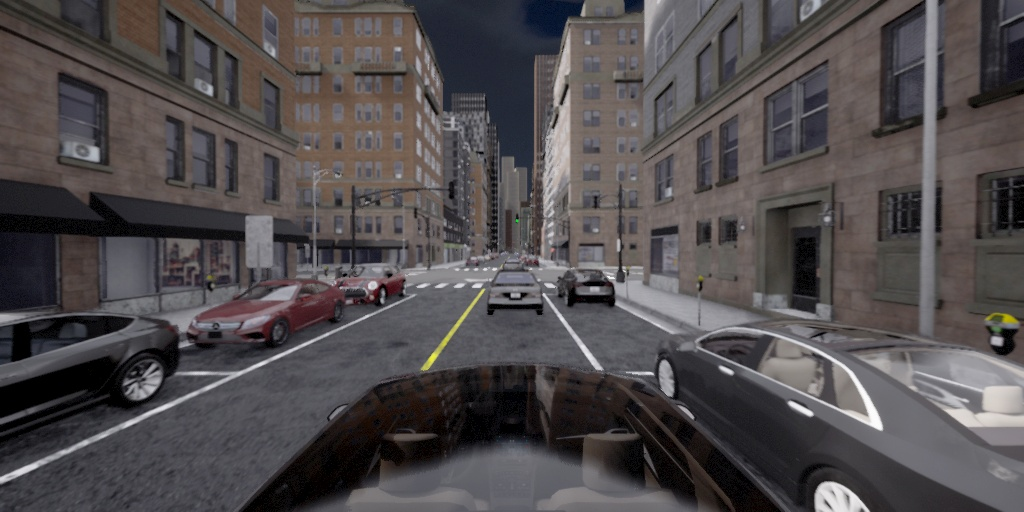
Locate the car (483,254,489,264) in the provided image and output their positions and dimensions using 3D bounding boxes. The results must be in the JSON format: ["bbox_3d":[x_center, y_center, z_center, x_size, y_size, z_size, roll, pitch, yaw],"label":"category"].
[{"bbox_3d":[-5.612,0.614,62.361,2.007,1.370,4.403,0,0,0],"label":"car"}]

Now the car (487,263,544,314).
[{"bbox_3d":[0.100,1.160,12.934,2.033,1.411,5.357,0,1,0],"label":"car"}]

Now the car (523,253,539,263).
[{"bbox_3d":[2.893,0.616,51.531,1.967,1.591,4.097,0,0,0],"label":"car"}]

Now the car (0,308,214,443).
[{"bbox_3d":[-5.668,1.294,3.443,1.948,1.339,4.313,0,0,0],"label":"car"}]

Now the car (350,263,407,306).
[{"bbox_3d":[-5.668,1.035,14.445,1.967,1.591,4.097,0,0,0],"label":"car"}]

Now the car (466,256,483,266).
[{"bbox_3d":[-5.632,0.758,51.545,1.802,1.307,4.207,0,0,0],"label":"car"}]

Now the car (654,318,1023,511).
[{"bbox_3d":[2.857,1.279,3.443,2.007,1.370,4.403,0,0,0],"label":"car"}]

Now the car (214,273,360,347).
[{"bbox_3d":[-5.668,1.244,8.944,1.802,1.307,4.207,0,0,0],"label":"car"}]

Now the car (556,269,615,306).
[{"bbox_3d":[2.857,1.160,14.445,1.948,1.339,4.313,0,0,0],"label":"car"}]

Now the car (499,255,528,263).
[{"bbox_3d":[0.098,0.923,33.540,2.128,1.511,4.902,0,0,0],"label":"car"}]
